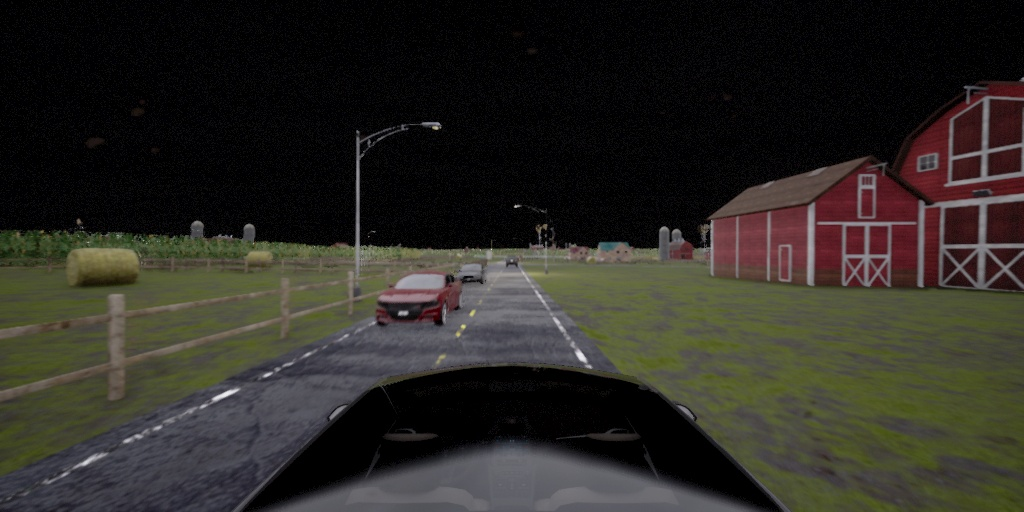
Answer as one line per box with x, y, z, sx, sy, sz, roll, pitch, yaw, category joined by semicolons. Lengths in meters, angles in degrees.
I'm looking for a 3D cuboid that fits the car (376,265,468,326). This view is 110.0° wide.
-2.817;1.227;11.834;1.882;1.535;5.008;0;0;0;car

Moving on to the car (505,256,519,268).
-0.019;0.982;63.666;2.150;2.045;5.566;0;0;0;car

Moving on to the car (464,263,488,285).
-2.815;1.255;25.895;1.837;1.490;4.892;0;0;0;car
